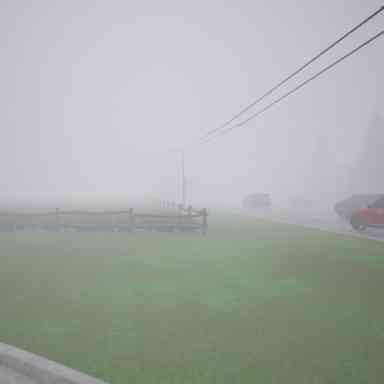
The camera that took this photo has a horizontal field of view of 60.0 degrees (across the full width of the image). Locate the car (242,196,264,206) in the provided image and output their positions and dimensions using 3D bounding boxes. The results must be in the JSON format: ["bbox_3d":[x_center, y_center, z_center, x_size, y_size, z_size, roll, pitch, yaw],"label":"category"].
[{"bbox_3d":[9.962,1.477,54.970,1.882,1.535,5.008,0,0,-12],"label":"car"}]

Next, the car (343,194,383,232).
[{"bbox_3d":[10.630,1.221,17.049,2.150,2.045,5.566,0,0,-12],"label":"car"}]

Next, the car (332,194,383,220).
[{"bbox_3d":[15.174,1.221,29.683,2.150,2.045,5.566,0,0,-12],"label":"car"}]

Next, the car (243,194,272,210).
[{"bbox_3d":[8.598,1.221,44.252,2.150,2.045,5.566,0,0,-12],"label":"car"}]

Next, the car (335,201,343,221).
[{"bbox_3d":[12.761,1.601,24.048,1.895,1.301,4.718,0,0,-12],"label":"car"}]

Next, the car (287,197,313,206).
[{"bbox_3d":[17.351,1.547,53.794,2.033,1.411,5.357,0,0,-12],"label":"car"}]
